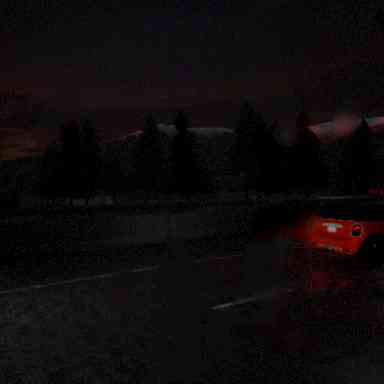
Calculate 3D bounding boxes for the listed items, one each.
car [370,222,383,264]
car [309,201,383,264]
[{"bbox_3d":[6.081,1.348,6.984,4.181,1.385,1.994,-2,1,-27],"label":"car"},{"bbox_3d":[6.062,1.080,10.814,4.553,1.767,2.097,-1,1,-26],"label":"car"}]
